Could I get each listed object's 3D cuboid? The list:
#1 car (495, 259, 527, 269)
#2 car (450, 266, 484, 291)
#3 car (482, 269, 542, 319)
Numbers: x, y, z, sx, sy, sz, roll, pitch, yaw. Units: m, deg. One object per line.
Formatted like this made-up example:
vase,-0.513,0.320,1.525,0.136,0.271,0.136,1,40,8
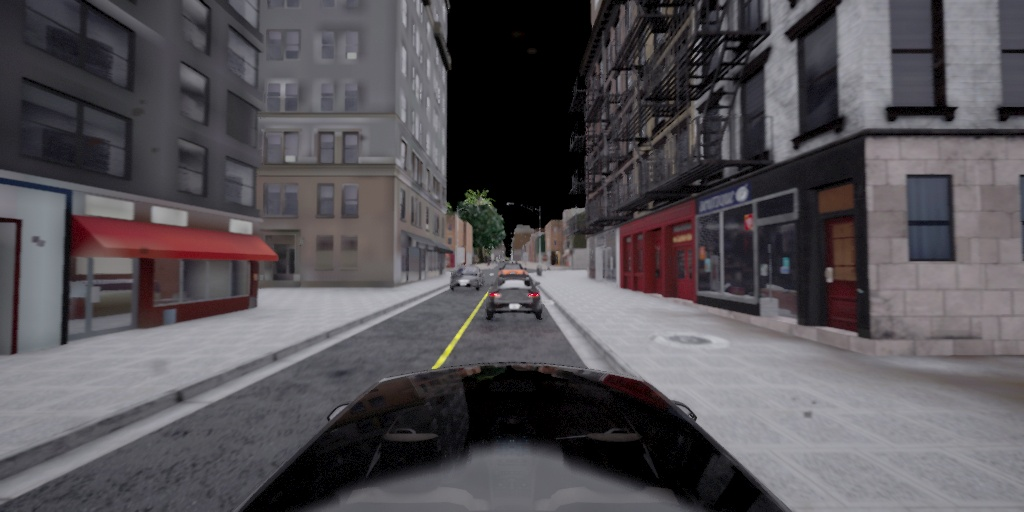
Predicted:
car,0.060,1.302,27.188,2.097,1.767,4.553,0,0,0
car,-2.864,1.416,23.557,2.128,1.511,4.902,0,0,0
car,0.075,1.372,13.139,1.812,1.442,4.674,0,0,0
